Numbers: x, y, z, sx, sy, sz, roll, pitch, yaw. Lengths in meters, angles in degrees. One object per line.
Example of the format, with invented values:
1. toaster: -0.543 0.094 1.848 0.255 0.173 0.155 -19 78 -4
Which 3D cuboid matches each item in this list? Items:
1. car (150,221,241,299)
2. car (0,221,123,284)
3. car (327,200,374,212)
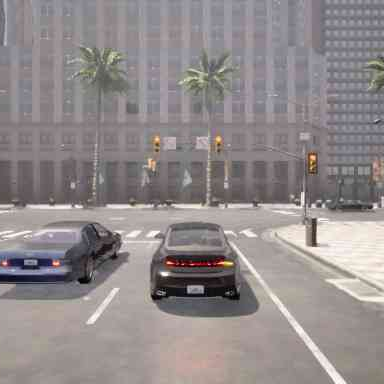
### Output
1. car: 0.074 1.505 8.403 1.837 1.490 4.892 0 0 0
2. car: -3.422 1.547 9.597 2.033 1.411 5.357 0 0 0
3. car: 18.215 1.601 38.483 4.718 1.301 1.895 0 0 0
